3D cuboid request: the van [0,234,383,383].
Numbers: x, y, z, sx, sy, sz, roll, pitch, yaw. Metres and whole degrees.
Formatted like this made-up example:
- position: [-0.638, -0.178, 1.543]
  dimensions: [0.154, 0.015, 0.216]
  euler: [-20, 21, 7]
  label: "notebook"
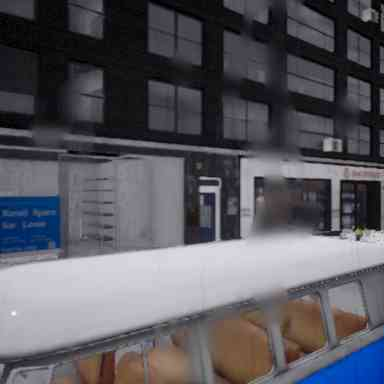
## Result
- position: [0.205, 1.330, 2.564]
  dimensions: [3.998, 1.788, 1.690]
  euler: [0, 0, -35]
  label: "van"
